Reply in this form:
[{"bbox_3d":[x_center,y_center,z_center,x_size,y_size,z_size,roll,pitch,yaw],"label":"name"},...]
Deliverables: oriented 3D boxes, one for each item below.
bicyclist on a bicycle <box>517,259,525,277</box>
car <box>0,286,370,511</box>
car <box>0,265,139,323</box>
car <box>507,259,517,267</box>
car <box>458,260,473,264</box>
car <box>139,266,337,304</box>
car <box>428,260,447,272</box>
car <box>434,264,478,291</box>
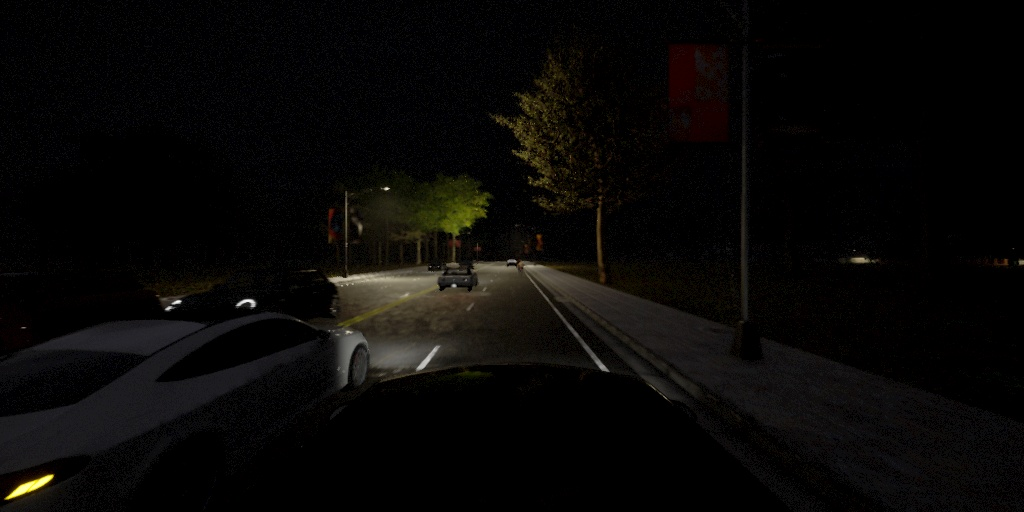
[{"bbox_3d":[0.888,1.185,34.469,0.866,1.612,1.509,0,0,0],"label":"bicyclist on a bicycle"},{"bbox_3d":[-3.151,1.275,3.780,1.812,1.442,4.674,0,0,0],"label":"car"},{"bbox_3d":[-9.852,1.100,7.100,2.097,1.767,4.553,0,0,0],"label":"car"},{"bbox_3d":[0.015,1.367,65.365,1.895,1.301,4.718,0,0,1],"label":"car"},{"bbox_3d":[-6.588,1.282,51.073,1.812,1.442,4.674,0,0,0],"label":"car"},{"bbox_3d":[-6.602,1.100,9.689,2.097,1.767,4.553,0,0,0],"label":"car"},{"bbox_3d":[-9.843,1.257,47.654,1.837,1.490,4.892,0,0,0],"label":"car"},{"bbox_3d":[-3.162,1.348,21.771,1.895,1.301,4.718,0,0,0],"label":"car"}]
